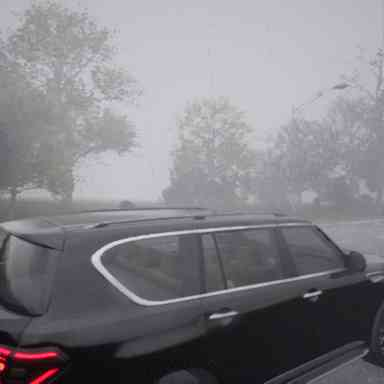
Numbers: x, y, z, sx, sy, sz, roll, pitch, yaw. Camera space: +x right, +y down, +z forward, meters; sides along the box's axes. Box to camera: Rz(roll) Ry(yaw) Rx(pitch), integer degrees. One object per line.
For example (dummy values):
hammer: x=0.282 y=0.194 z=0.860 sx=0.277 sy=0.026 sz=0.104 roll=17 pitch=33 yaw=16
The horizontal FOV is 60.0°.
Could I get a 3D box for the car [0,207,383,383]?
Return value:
car: x=0.508 y=1.213 z=4.068 sx=5.566 sy=2.045 sz=2.150 roll=0 pitch=0 yaw=-35
